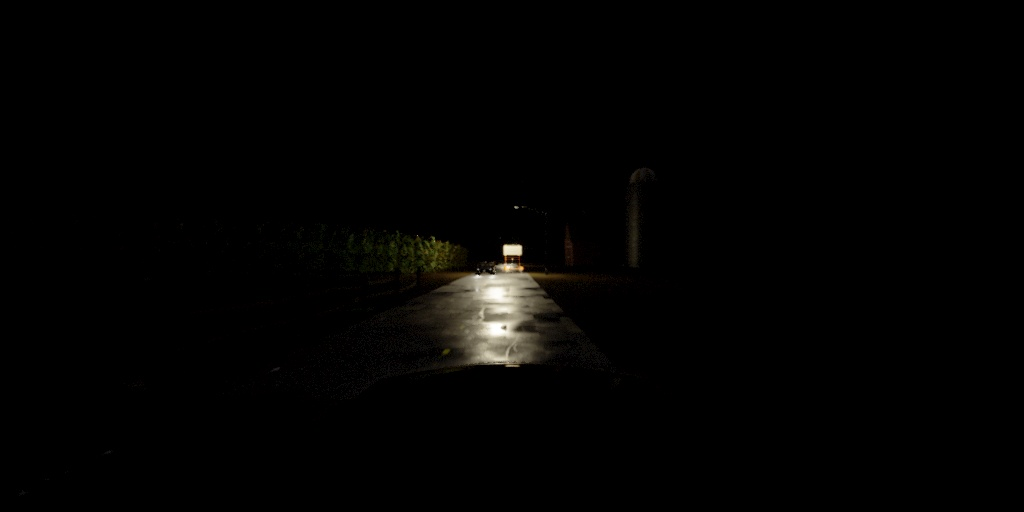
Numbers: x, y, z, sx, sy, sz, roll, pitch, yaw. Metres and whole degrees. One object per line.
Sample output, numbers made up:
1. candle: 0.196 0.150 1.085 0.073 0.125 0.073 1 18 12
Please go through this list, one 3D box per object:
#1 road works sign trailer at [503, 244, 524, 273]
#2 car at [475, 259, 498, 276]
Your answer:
1. road works sign trailer: 0.050 0.327 45.368 2.380 3.560 2.880 0 0 -10
2. car: -2.843 1.339 39.200 1.837 1.490 4.892 0 -1 0
